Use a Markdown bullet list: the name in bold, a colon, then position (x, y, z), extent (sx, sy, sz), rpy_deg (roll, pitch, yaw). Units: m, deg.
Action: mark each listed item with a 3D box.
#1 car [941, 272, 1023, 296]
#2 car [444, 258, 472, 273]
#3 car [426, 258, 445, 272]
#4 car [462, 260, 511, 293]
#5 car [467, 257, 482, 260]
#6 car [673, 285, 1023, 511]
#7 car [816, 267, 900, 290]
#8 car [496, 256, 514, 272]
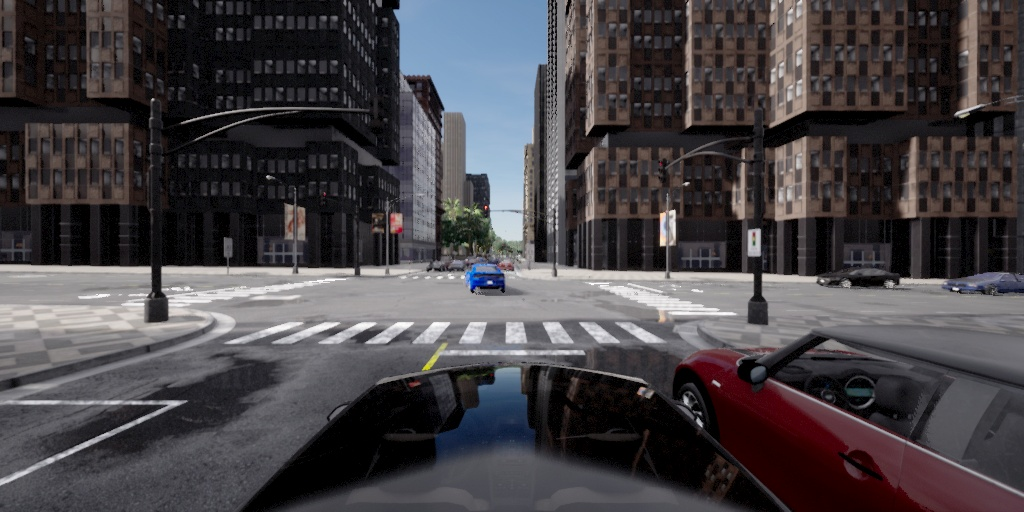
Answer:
- **car**: position (30.715, 1.735, 22.670), extent (5.357, 1.411, 2.033), rpy_deg (1, 0, 0)
- **car**: position (-6.515, 1.242, 43.775), extent (2.033, 1.411, 5.357), rpy_deg (0, 0, 0)
- **car**: position (-9.183, 1.261, 43.770), extent (1.948, 1.339, 4.313), rpy_deg (0, 0, 0)
- **car**: position (-1.629, 1.203, 20.795), extent (1.882, 1.535, 5.008), rpy_deg (1, 0, -11)
- **car**: position (-6.615, 1.185, 59.950), extent (1.882, 1.535, 5.008), rpy_deg (0, 0, 0)
- **car**: position (2.763, 1.189, 2.446), extent (1.967, 1.591, 4.097), rpy_deg (0, 0, 0)
- **car**: position (24.895, 1.571, 25.880), extent (5.008, 1.535, 1.882), rpy_deg (1, 0, 0)
- **car**: position (-0.658, 1.135, 43.833), extent (1.967, 1.591, 4.097), rpy_deg (0, 0, 0)
